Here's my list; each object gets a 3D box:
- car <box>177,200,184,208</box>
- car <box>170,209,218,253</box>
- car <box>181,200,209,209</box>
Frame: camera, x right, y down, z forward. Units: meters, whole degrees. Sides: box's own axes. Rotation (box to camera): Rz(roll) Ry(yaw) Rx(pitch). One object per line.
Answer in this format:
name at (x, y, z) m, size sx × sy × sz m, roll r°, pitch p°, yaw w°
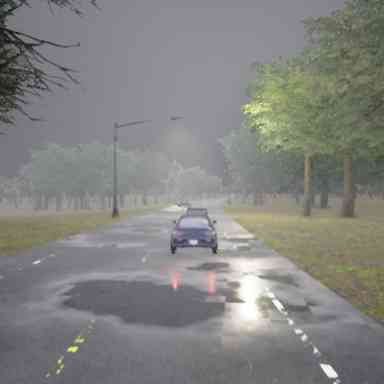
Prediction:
car at (-1.577, 2.139, 60.203) m, size 1.994 × 1.385 × 4.181 m, roll 0°, pitch -1°, yaw 4°
car at (0.105, 1.661, 14.328) m, size 1.812 × 1.442 × 4.674 m, roll 0°, pitch 0°, yaw 1°
car at (0.451, 1.769, 29.205) m, size 2.128 × 1.511 × 4.902 m, roll 0°, pitch 0°, yaw 2°
